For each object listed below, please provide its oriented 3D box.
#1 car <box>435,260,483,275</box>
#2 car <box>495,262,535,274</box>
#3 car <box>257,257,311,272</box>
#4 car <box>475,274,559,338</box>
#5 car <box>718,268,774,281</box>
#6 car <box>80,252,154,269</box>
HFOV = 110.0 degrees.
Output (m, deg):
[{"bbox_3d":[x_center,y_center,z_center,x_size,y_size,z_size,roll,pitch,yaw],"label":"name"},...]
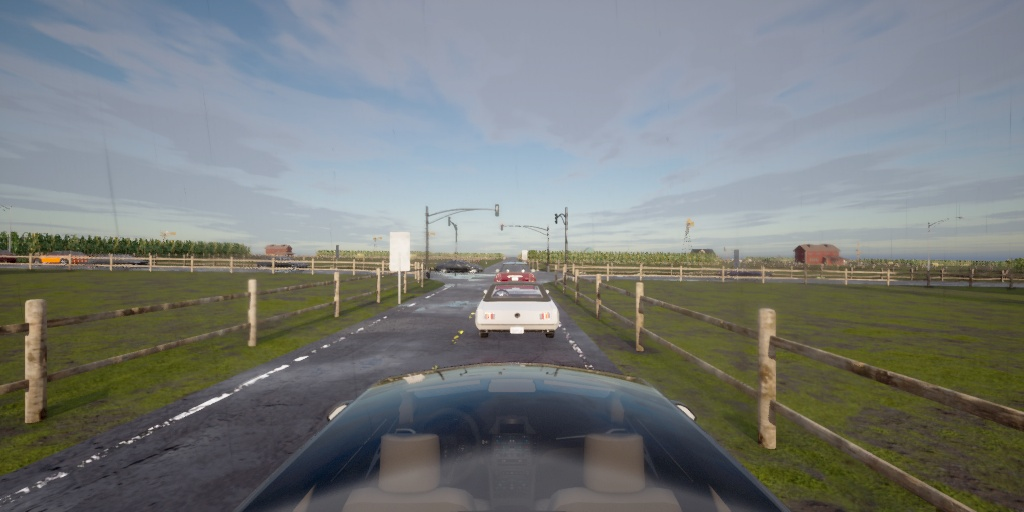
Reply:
[{"bbox_3d":[-5.359,1.178,36.685,4.892,1.490,1.837,1,0,0],"label":"car"},{"bbox_3d":[0.180,1.104,19.123,2.097,1.767,4.553,0,0,1],"label":"car"},{"bbox_3d":[-23.289,0.844,36.741,4.892,1.490,1.837,1,0,0],"label":"car"},{"bbox_3d":[0.124,1.352,10.135,1.895,1.301,4.718,0,0,0],"label":"car"},{"bbox_3d":[23.839,1.829,36.594,4.718,1.301,1.895,1,0,0],"label":"car"},{"bbox_3d":[-40.186,0.582,36.800,5.357,1.411,2.033,1,0,0],"label":"car"}]
